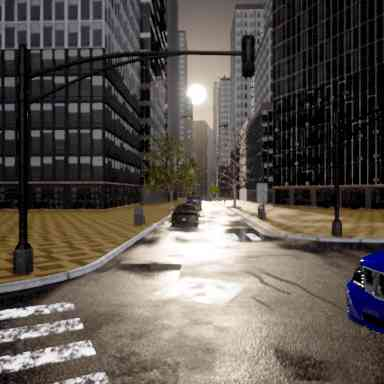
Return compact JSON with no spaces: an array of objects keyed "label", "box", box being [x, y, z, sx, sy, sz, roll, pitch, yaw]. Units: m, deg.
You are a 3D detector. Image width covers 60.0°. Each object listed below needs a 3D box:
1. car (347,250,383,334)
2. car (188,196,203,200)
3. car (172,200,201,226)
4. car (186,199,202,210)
[{"label":"car","box":[5.077,1.236,5.432,5.566,2.045,2.150,0,0,-28]},{"label":"car","box":[0.350,1.553,49.208,2.150,2.045,5.566,0,0,2]},{"label":"car","box":[-0.462,1.642,25.430,1.882,1.535,5.008,0,0,2]},{"label":"car","box":[-0.114,1.760,35.644,1.812,1.442,4.674,0,0,2]}]
